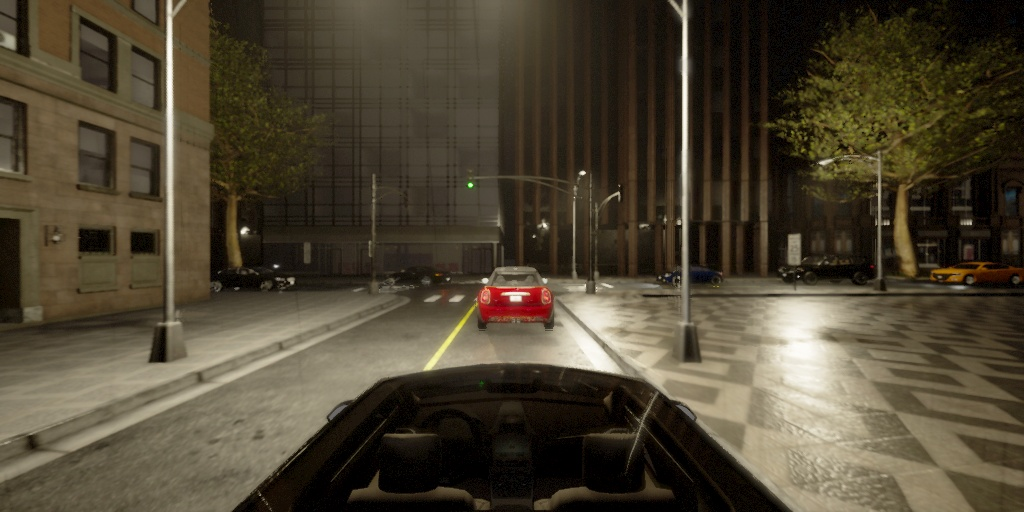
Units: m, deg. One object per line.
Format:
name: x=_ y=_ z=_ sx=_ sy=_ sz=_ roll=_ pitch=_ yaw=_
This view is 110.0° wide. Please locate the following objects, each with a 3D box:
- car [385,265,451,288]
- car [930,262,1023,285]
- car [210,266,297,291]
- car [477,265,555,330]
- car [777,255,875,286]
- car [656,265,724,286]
car: x=-6.308 y=1.341 z=24.094 sx=4.674 sy=1.442 sz=1.812 roll=0 pitch=-1 yaw=22
car: x=32.068 y=1.176 z=24.771 sx=5.008 sy=1.535 sz=1.882 roll=0 pitch=0 yaw=0
car: x=-15.752 y=1.357 z=21.705 sx=4.902 sy=1.511 sz=2.128 roll=0 pitch=0 yaw=0
car: x=0.102 y=1.126 z=11.385 sx=2.097 sy=1.767 sz=4.553 roll=0 pitch=0 yaw=0
car: x=21.617 y=0.945 z=24.801 sx=5.566 sy=2.045 sz=2.150 roll=0 pitch=0 yaw=0
car: x=12.232 y=1.318 z=24.833 sx=4.181 sy=1.385 sz=1.994 roll=0 pitch=0 yaw=0
